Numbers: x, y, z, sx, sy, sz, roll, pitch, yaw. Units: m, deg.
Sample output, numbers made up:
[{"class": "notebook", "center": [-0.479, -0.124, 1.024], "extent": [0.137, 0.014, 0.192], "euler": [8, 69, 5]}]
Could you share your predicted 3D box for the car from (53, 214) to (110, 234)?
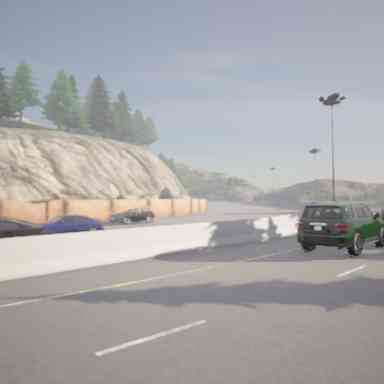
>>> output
[{"class": "car", "center": [-7.767, 2.123, 20.351], "extent": [4.674, 1.442, 1.812], "euler": [0, -2, -42]}]

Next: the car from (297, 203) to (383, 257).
[{"class": "car", "center": [6.635, 1.477, 14.486], "extent": [2.150, 2.045, 5.566], "euler": [-2, -2, 44]}]

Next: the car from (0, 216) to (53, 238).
[{"class": "car", "center": [-9.182, 1.963, 14.753], "extent": [5.008, 1.535, 1.882], "euler": [0, -2, -38]}]

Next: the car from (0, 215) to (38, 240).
[{"class": "car", "center": [-12.304, 2.244, 21.164], "extent": [4.181, 1.385, 1.994], "euler": [0, -2, -39]}]

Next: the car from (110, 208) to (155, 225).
[{"class": "car", "center": [-5.728, 2.341, 32.354], "extent": [2.128, 1.511, 4.902], "euler": [-2, -2, 39]}]
